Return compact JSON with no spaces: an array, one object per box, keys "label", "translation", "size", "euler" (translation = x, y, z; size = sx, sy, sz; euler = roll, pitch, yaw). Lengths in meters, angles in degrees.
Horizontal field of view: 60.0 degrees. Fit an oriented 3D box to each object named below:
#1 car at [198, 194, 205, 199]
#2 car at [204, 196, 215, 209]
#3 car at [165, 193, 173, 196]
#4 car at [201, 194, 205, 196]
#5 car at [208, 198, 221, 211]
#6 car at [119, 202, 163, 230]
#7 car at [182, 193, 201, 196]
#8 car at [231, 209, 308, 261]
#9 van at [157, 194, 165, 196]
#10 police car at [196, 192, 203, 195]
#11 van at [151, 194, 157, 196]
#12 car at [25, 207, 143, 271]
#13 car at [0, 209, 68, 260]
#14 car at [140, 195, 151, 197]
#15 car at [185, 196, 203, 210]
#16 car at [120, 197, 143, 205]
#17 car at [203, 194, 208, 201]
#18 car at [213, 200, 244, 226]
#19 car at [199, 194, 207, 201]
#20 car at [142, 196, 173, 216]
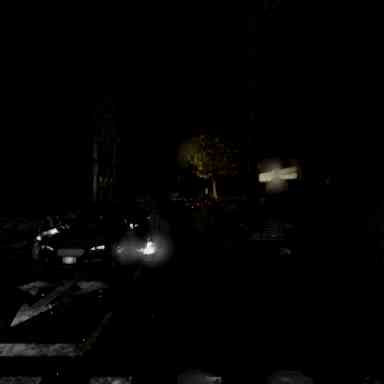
[{"label":"car","translation":[2.684,1.274,91.182],"size":[1.752,1.417,4.829],"euler":[0,0,0]},{"label":"car","translation":[2.727,1.431,38.120],"size":[2.008,1.369,4.403],"euler":[0,0,0]},{"label":"car","translation":[-5.832,1.331,74.780],"size":[1.887,1.381,4.507],"euler":[0,0,0]},{"label":"car","translation":[2.717,1.417,48.699],"size":[1.947,1.339,4.313],"euler":[0,0,0]},{"label":"car","translation":[2.736,1.460,28.248],"size":[2.008,1.369,4.403],"euler":[0,0,0]},{"label":"car","translation":[-3.118,1.535,20.785],"size":[1.895,1.301,4.718],"euler":[0,0,0]},{"label":"car","translation":[-0.041,1.337,51.250],"size":[2.128,1.511,4.902],"euler":[0,0,0]},{"label":"car","translation":[2.751,1.511,11.915],"size":[2.008,1.369,4.403],"euler":[0,0,0]},{"label":"van","translation":[-5.813,1.182,53.127],"size":[1.690,1.788,3.998],"euler":[0,0,0]},{"label":"police car","translation":[2.307,1.230,66.102],"size":[1.930,1.638,5.238],"euler":[0,0,0]},{"label":"van","translation":[-5.803,1.212,42.300],"size":[1.690,1.788,3.998],"euler":[0,0,0]},{"label":"car","translation":[-3.110,1.457,10.877],"size":[2.128,1.511,4.902],"euler":[0,0,0]},{"label":"car","translation":[-5.774,1.513,11.910],"size":[2.008,1.369,4.403],"euler":[0,0,0]},{"label":"car","translation":[-5.797,1.412,36.717],"size":[1.752,1.417,4.829],"euler":[0,0,0]},{"label":"car","translation":[0.063,1.473,41.216],"size":[1.895,1.301,4.718],"euler":[0,0,0]},{"label":"car","translation":[-5.792,1.468,31.474],"size":[1.947,1.339,4.313],"euler":[0,0,0]},{"label":"car","translation":[2.722,1.390,43.579],"size":[1.752,1.417,4.829],"euler":[0,0,0]},{"label":"car","translation":[2.741,1.471,22.804],"size":[1.887,1.381,4.507],"euler":[0,0,0]},{"label":"car","translation":[2.688,1.316,80.432],"size":[1.887,1.381,4.507],"euler":[0,0,0]},{"label":"car","translation":[-3.114,1.381,30.967],"size":[1.882,1.535,5.008],"euler":[0,0,0]}]
